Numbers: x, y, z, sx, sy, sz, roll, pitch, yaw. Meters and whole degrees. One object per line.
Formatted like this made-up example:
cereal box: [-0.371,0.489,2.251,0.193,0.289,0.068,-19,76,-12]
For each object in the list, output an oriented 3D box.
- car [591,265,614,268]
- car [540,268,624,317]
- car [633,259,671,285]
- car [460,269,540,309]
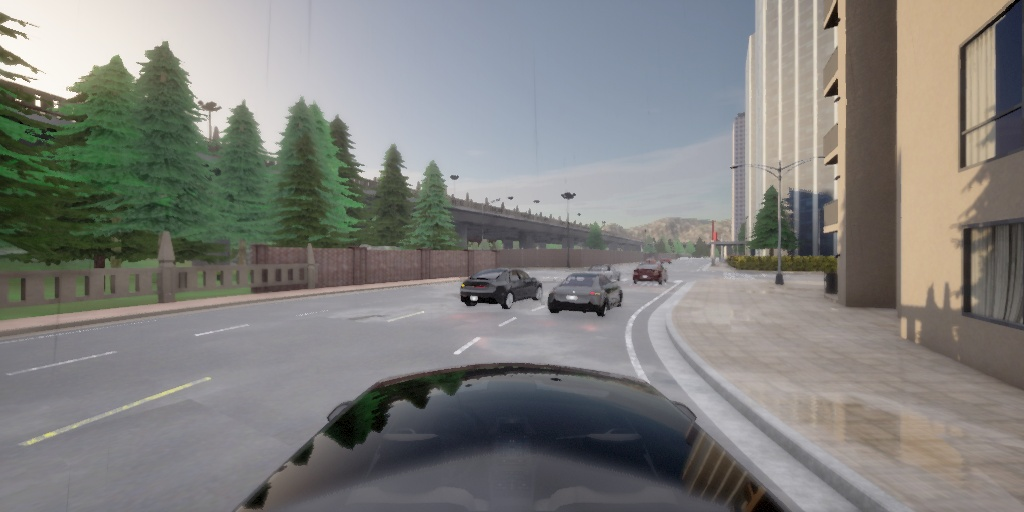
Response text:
car: [7.150,1.365,27.968,1.895,1.301,4.718,0,0,30]
car: [2.855,1.321,13.413,1.994,1.385,4.181,0,0,27]
car: [10.169,1.234,26.197,1.882,1.535,5.008,0,0,30]
car: [-0.265,1.265,14.999,1.837,1.490,4.892,0,0,27]
